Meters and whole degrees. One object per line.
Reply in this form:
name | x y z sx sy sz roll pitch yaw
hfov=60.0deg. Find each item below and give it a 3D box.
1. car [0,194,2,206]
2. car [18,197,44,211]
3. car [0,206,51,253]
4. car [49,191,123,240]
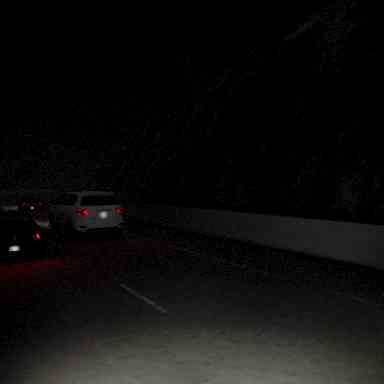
car | -17.689 0.756 28.556 2.150 2.045 5.566 -1 1 -31
car | -15.315 1.093 31.411 1.895 1.301 4.718 -1 1 -31
car | -6.707 1.405 11.987 1.895 1.301 4.718 -1 1 -35
car | -5.194 0.964 15.924 2.150 2.045 5.566 -1 1 -35
